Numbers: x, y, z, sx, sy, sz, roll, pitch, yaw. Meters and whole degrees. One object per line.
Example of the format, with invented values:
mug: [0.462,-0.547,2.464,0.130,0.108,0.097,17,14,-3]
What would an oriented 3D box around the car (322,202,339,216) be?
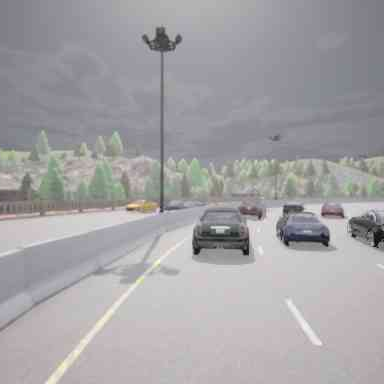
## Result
car: [13.674,1.688,32.418,1.994,1.385,4.181,0,0,22]

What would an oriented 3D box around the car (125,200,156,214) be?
car: [-6.105,1.717,39.977,1.882,1.535,5.008,0,0,23]

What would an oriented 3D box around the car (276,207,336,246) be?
car: [5.183,1.636,15.915,1.994,1.385,4.181,0,0,10]

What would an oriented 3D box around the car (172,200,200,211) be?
car: [-0.021,1.673,36.367,1.882,1.535,5.008,0,0,22]

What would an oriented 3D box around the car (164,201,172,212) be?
car: [-1.828,1.710,41.081,1.882,1.535,5.008,-1,-1,24]

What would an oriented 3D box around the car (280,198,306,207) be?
car: [10.225,1.619,33.257,1.882,1.535,5.008,0,0,21]

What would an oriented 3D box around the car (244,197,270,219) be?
car: [5.750,1.499,31.286,2.097,1.767,4.553,0,0,19]

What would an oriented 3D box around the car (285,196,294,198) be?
car: [21.995,1.851,70.005,1.994,1.385,4.181,-1,-1,43]

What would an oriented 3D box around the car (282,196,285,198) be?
car: [21.419,1.572,74.353,4.892,1.490,1.837,0,-1,-44]

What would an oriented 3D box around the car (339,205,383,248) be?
car: [8.572,1.555,15.072,2.128,1.511,4.902,0,0,10]

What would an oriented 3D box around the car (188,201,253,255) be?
car: [1.320,1.420,13.925,2.097,1.767,4.553,0,0,8]
